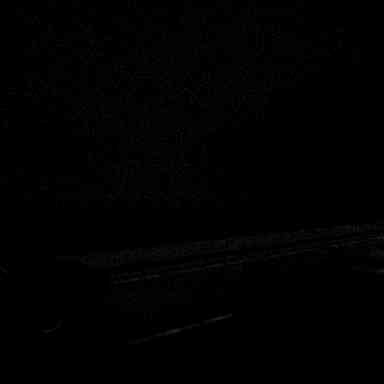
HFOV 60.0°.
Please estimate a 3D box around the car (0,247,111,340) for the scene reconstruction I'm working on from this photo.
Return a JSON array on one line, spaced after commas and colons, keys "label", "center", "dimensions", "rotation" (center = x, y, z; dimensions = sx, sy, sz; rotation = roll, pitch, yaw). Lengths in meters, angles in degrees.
[{"label": "car", "center": [-3.783, 1.601, 4.980], "dimensions": [4.718, 1.301, 1.895], "rotation": [0, 0, -36]}]
